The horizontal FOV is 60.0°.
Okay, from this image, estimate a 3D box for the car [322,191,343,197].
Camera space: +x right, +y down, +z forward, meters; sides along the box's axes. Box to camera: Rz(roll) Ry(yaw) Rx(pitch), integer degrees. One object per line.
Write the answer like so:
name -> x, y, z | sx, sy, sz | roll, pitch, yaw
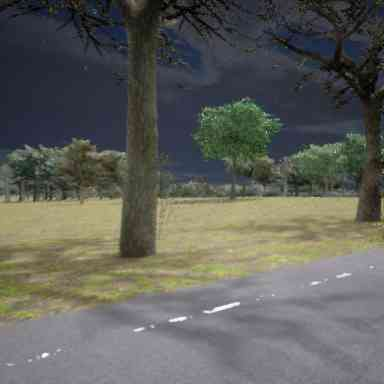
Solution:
car -> 32.835, 0.582, 77.793 | 2.128, 1.511, 4.902 | 2, -2, -35
